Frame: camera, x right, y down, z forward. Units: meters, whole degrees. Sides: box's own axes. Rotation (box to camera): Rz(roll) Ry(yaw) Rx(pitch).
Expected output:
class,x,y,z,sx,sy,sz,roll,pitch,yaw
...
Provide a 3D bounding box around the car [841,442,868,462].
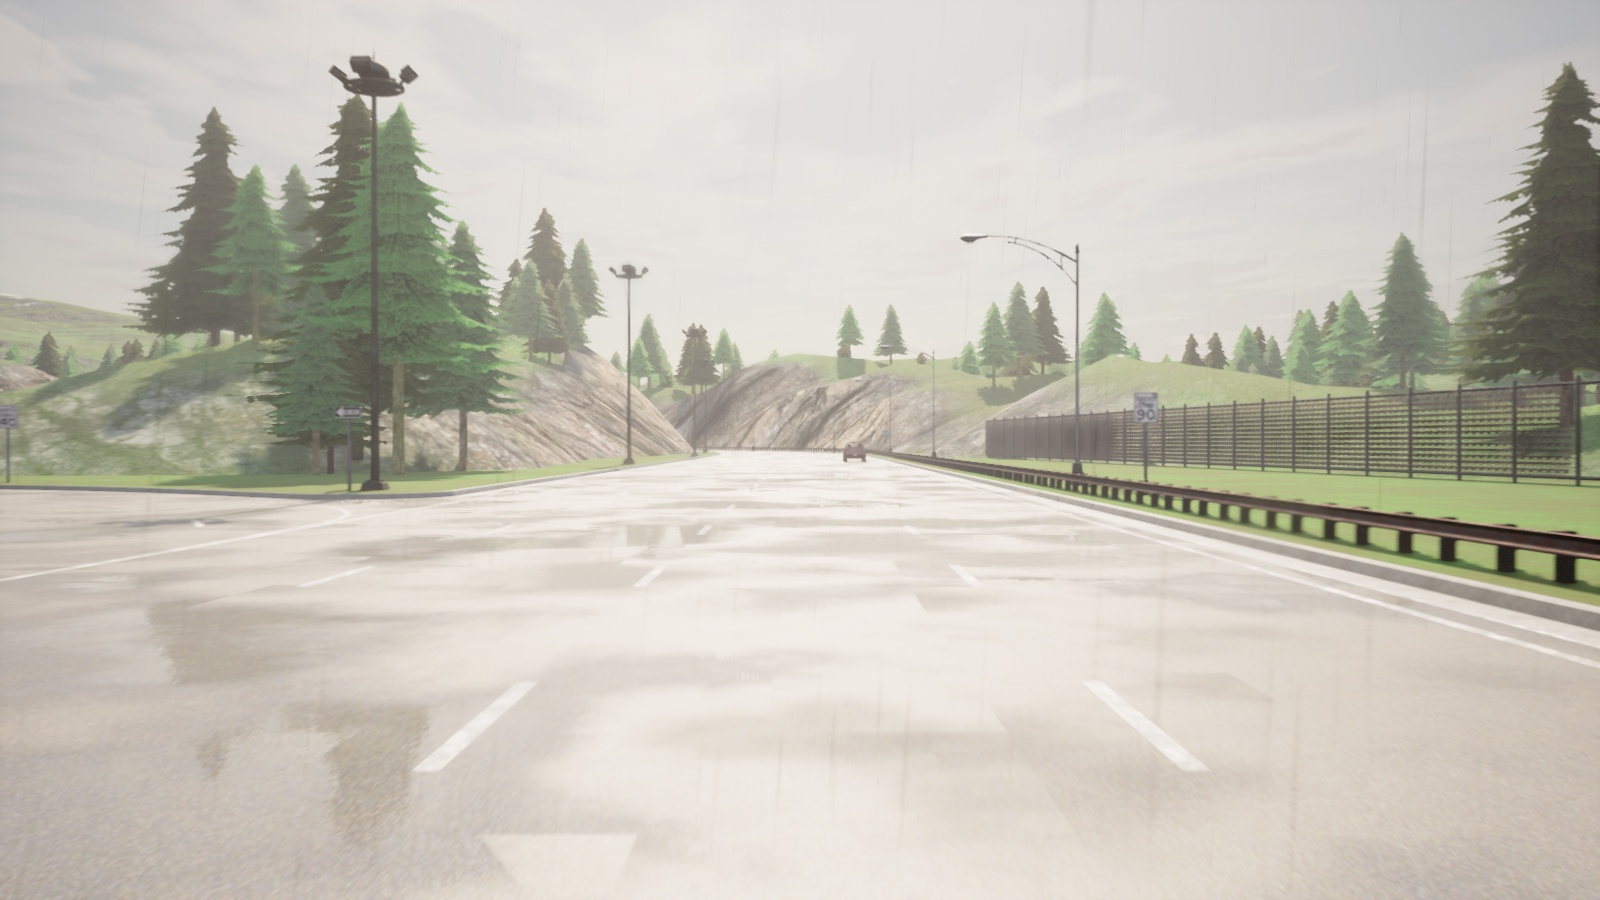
class,x,y,z,sx,sy,sz,roll,pitch,yaw
car,4.059,0.151,93.956,1.845,1.501,3.633,0,0,1
